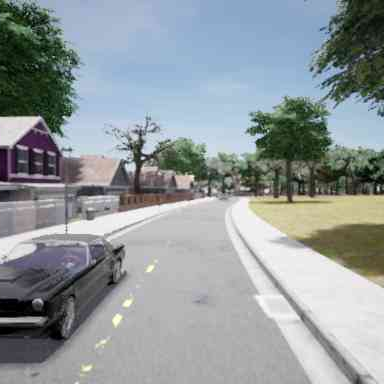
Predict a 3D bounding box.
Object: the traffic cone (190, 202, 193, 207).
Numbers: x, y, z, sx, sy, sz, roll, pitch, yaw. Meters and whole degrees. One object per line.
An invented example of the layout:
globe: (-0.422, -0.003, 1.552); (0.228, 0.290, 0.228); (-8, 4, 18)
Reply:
traffic cone: (-0.090, 1.779, 47.118); (0.340, 0.580, 0.340); (0, 0, 9)

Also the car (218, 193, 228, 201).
car: (7.294, 1.122, 77.070); (2.097, 1.767, 4.553); (0, 0, 8)

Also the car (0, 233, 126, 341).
car: (-2.723, 1.573, 6.600); (1.895, 1.301, 4.718); (0, 0, 2)
